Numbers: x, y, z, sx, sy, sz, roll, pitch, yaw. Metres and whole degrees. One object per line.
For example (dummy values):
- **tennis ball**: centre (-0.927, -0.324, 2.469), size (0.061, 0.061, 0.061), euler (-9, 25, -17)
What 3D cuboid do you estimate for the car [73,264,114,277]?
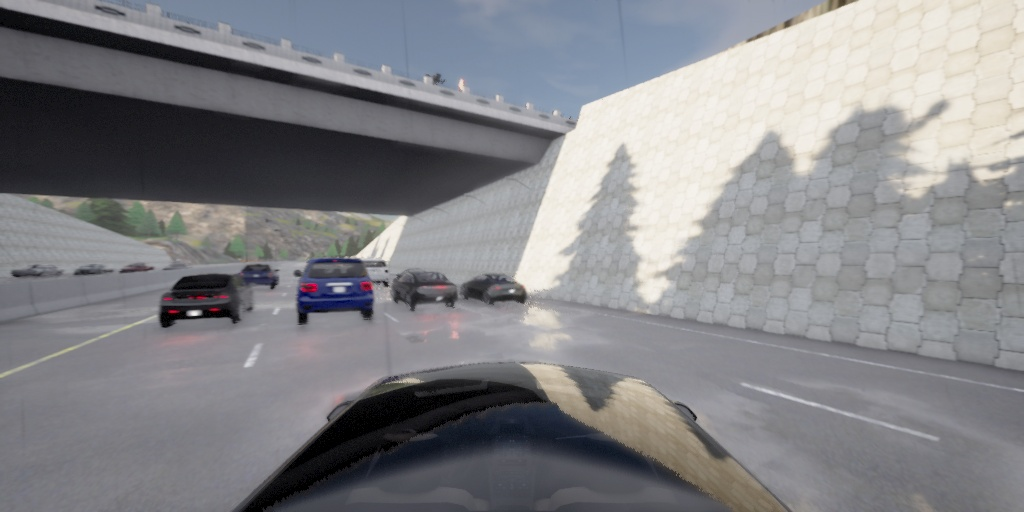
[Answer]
- **car**: centre (-46.706, 1.571, 40.117), size (1.994, 1.385, 4.181), euler (1, -1, -30)

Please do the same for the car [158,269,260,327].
- **car**: centre (-9.963, 1.339, 12.010), size (1.837, 1.490, 4.892), euler (1, -1, -30)

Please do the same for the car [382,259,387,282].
- **car**: centre (-10.901, 1.261, 27.488), size (2.150, 2.045, 5.566), euler (1, -1, -30)

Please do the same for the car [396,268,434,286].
- **car**: centre (-8.135, 1.684, 29.696), size (1.895, 1.301, 4.718), euler (1, -1, -30)

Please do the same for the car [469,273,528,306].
- **car**: centre (-0.983, 1.523, 17.458), size (1.994, 1.385, 4.181), euler (1, -1, -30)

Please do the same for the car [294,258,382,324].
- **car**: centre (-6.361, 1.087, 12.766), size (2.150, 2.045, 5.566), euler (1, -1, -30)

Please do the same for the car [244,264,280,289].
- **car**: centre (-17.463, 1.317, 24.868), size (2.097, 1.767, 4.553), euler (1, -1, -30)

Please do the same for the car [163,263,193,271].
- **car**: centre (-40.849, 1.570, 43.963), size (1.882, 1.535, 5.008), euler (1, -1, -30)

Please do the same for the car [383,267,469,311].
- **car**: centre (-3.905, 1.407, 15.517), size (2.128, 1.511, 4.902), euler (1, -1, -30)

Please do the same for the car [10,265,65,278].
- **car**: centre (-49.011, 1.554, 37.110), size (1.895, 1.301, 4.718), euler (1, -1, -30)

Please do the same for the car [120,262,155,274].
- **car**: centre (-43.749, 1.527, 41.994), size (1.882, 1.535, 5.008), euler (1, -1, -30)
